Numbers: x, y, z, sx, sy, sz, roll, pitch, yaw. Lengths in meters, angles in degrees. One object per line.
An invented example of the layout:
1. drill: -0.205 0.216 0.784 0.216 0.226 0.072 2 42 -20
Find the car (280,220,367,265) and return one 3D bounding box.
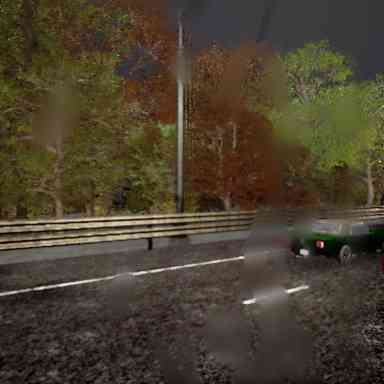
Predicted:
1. car: 5.419 1.658 11.982 4.718 1.301 1.895 0 0 -36

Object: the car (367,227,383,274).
1. car: 6.628 1.577 8.530 4.674 1.442 1.812 0 0 -36
